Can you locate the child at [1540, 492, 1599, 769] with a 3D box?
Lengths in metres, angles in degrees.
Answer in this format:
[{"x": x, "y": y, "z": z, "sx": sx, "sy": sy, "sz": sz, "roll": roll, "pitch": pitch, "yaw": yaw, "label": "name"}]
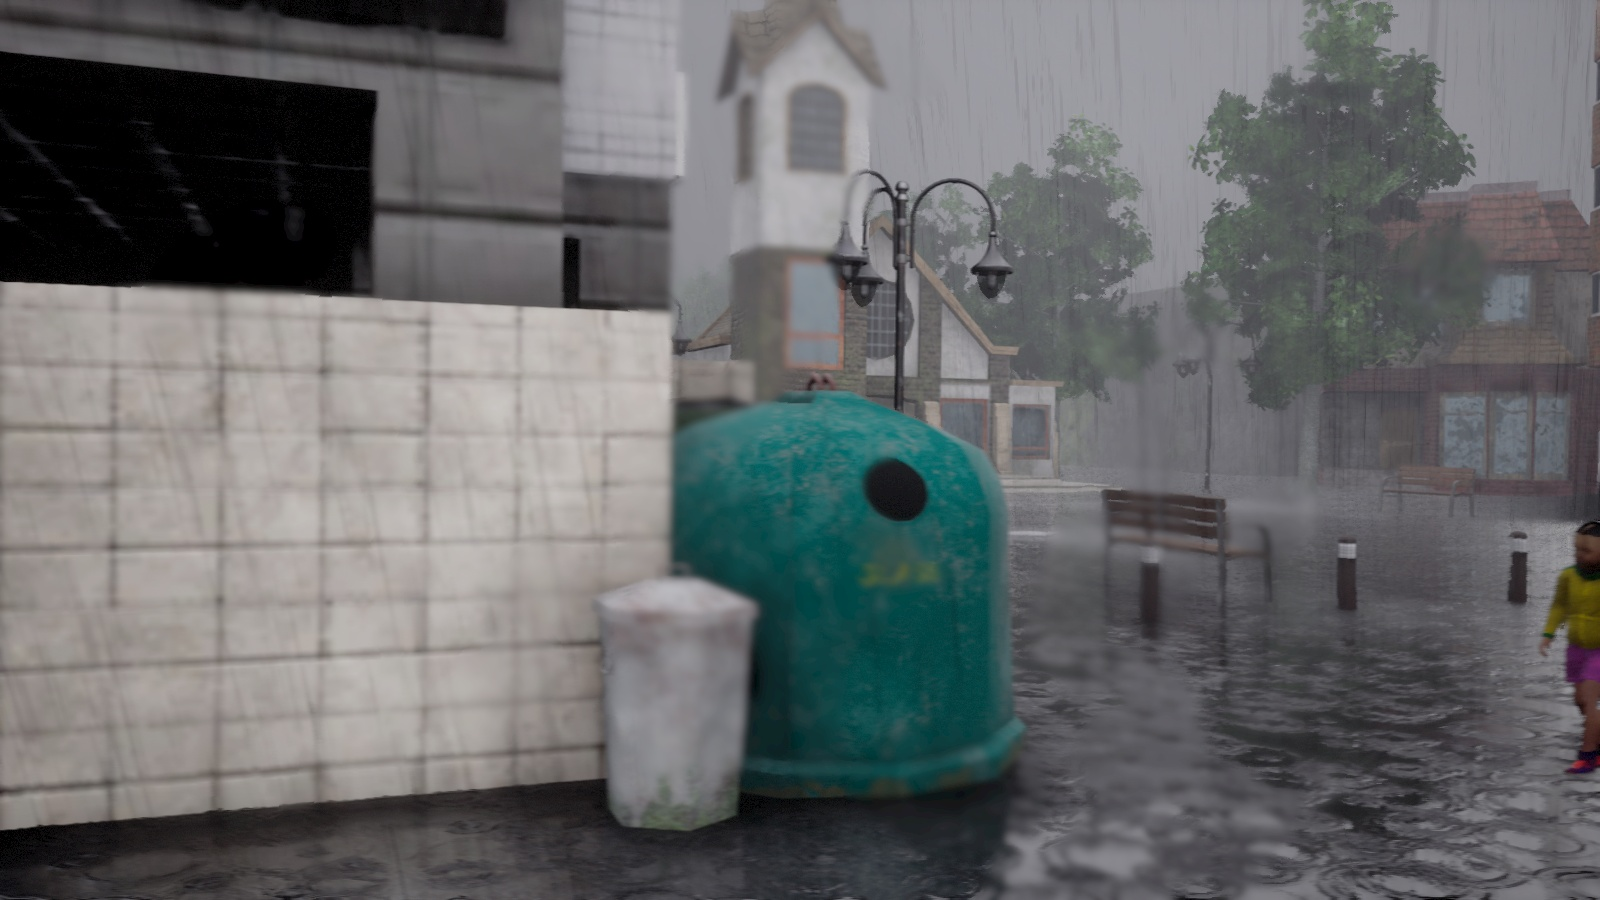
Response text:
[{"x": 3.577, "y": 0.779, "z": 5.570, "sx": 0.473, "sy": 1.160, "sz": 0.299, "roll": -1, "pitch": 1, "yaw": -26, "label": "child"}]
